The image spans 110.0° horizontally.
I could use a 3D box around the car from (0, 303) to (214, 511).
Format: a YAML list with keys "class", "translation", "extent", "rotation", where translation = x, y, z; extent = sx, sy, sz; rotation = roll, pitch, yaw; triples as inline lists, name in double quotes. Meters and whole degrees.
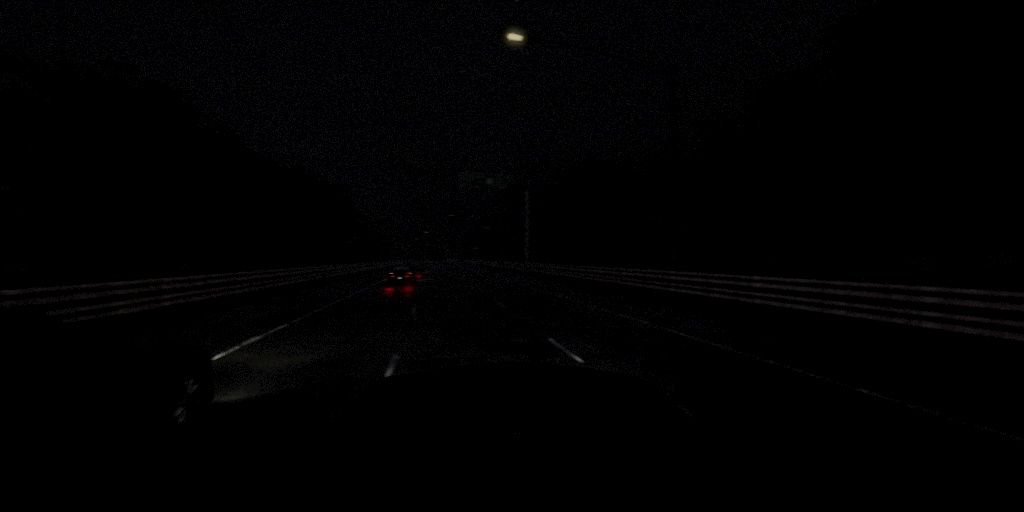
- class: "car"
  translation: [-4.369, 1.108, 2.472]
  extent: [2.097, 1.767, 4.553]
  rotation: [0, 0, -12]

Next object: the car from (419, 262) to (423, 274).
- class: "car"
  translation: [-11.966, 1.439, 44.261]
  extent: [1.812, 1.442, 4.674]
  rotation: [0, 0, -12]

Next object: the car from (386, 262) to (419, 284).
- class: "car"
  translation: [-8.461, 1.361, 27.829]
  extent: [1.812, 1.442, 4.674]
  rotation: [0, 0, -12]
